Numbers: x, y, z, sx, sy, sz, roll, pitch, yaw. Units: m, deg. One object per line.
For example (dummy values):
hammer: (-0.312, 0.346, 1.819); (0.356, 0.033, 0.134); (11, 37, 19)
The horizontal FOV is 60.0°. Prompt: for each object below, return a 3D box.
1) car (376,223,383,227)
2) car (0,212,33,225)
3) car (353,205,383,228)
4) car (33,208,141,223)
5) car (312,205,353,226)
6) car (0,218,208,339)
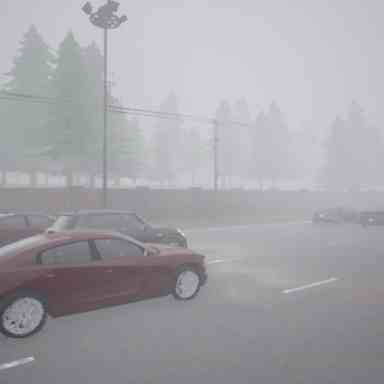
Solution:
car: (6.962, 1.560, 8.716); (4.674, 1.442, 1.812); (0, 0, -36)
car: (-5.966, 1.485, 12.389); (5.008, 1.535, 1.882); (0, 0, -36)
car: (12.811, 1.550, 21.491); (5.008, 1.535, 1.882); (0, 0, -36)
car: (-2.347, 1.365, 10.673); (4.553, 1.767, 2.097); (0, 0, -35)
car: (10.655, 1.636, 24.250); (4.181, 1.385, 1.994); (0, 0, -36)
car: (-1.941, 1.485, 6.663); (5.008, 1.535, 1.882); (0, 0, -36)
